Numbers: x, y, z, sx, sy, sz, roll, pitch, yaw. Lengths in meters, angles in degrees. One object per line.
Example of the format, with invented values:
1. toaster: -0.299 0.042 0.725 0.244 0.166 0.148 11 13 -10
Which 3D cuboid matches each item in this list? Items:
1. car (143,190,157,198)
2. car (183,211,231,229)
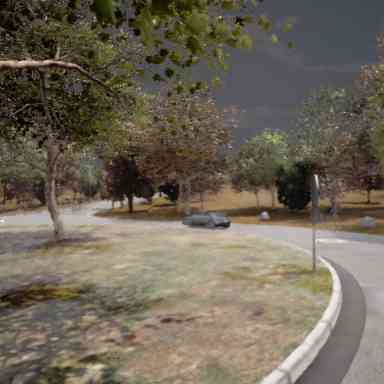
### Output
1. car: -11.664 0.446 91.606 2.150 2.045 5.566 -1 3 16
2. car: 1.170 2.253 27.470 4.181 1.385 1.994 -2 -2 44
